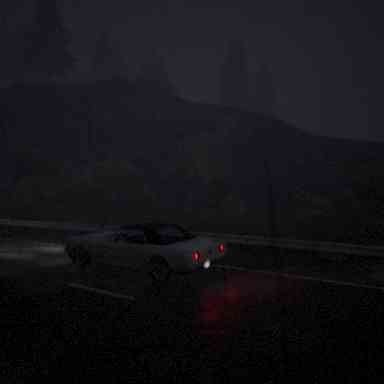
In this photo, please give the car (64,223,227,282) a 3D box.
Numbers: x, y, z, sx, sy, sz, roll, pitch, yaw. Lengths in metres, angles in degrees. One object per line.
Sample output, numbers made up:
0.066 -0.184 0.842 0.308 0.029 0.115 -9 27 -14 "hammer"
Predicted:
-1.494 1.547 9.555 4.718 1.301 1.895 0 0 32 "car"
